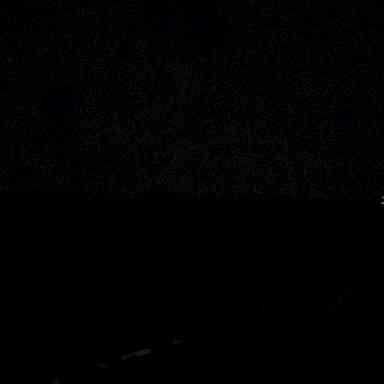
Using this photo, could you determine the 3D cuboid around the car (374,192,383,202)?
[{"bbox_3d":[33.603,0.851,58.076,2.097,1.767,4.553,0,1,11],"label":"car"}]
